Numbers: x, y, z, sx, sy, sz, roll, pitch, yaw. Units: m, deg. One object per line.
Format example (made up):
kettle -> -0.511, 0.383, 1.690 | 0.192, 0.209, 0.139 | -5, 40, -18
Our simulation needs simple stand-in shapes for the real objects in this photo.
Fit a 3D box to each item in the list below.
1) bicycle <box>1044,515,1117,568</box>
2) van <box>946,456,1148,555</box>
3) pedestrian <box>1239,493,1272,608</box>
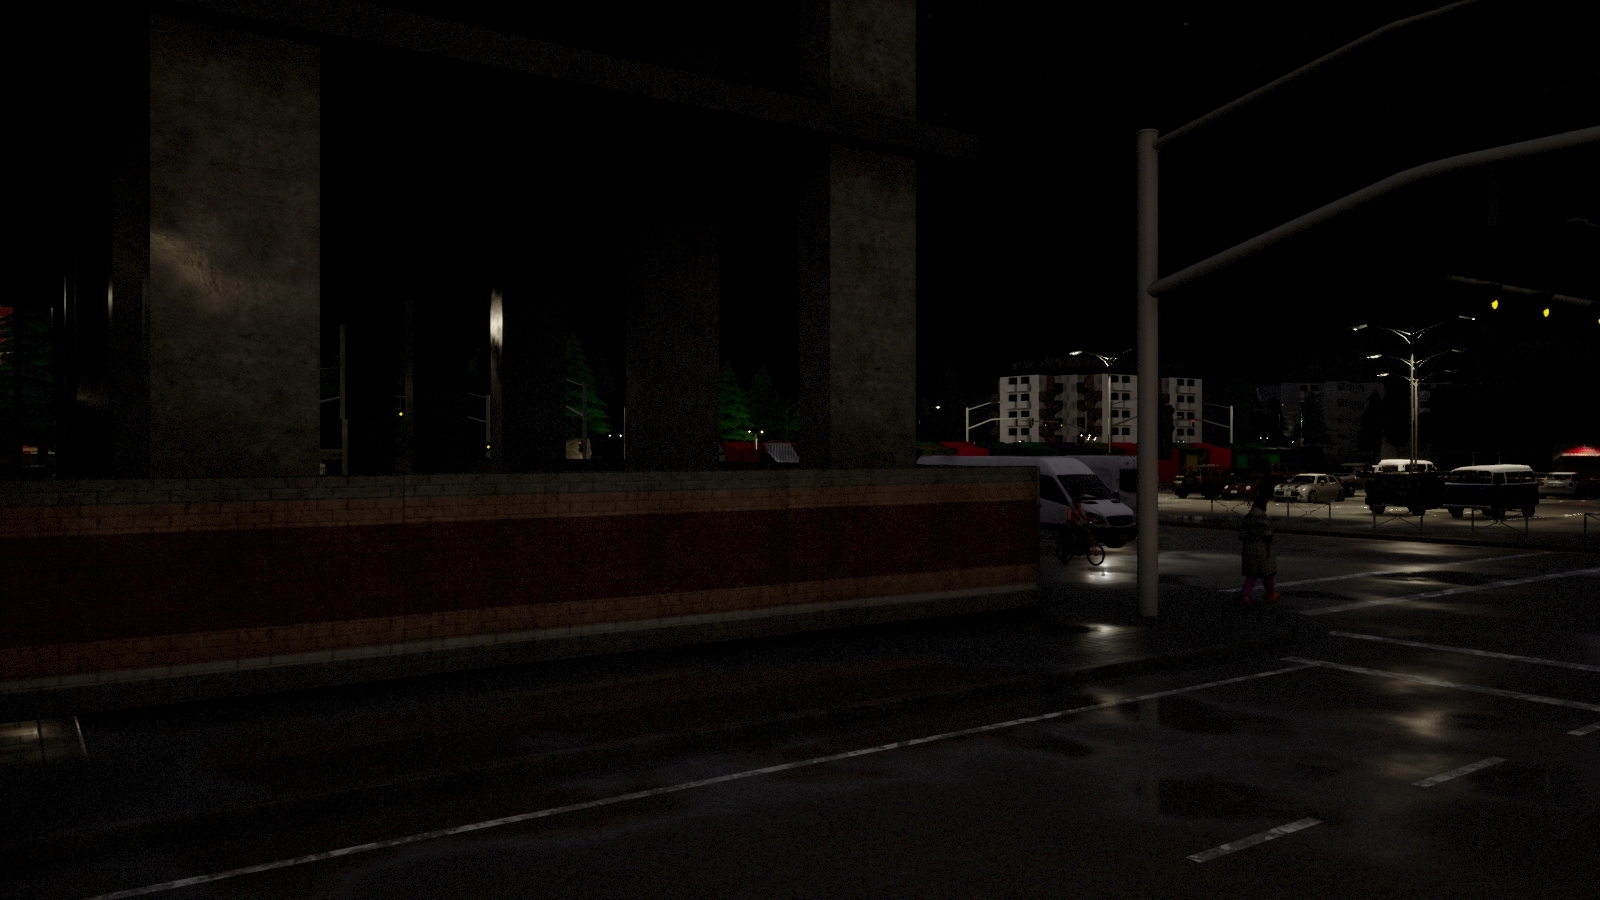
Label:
bicycle -> 6.706, 2.169, 27.364 | 0.859, 1.126, 1.487 | 0, 0, -35
van -> 6.983, 1.470, 33.056 | 1.988, 2.561, 5.915 | 0, 0, -35
pedestrian -> 7.553, 1.657, 18.944 | 0.375, 1.860, 0.375 | 0, 0, -35
